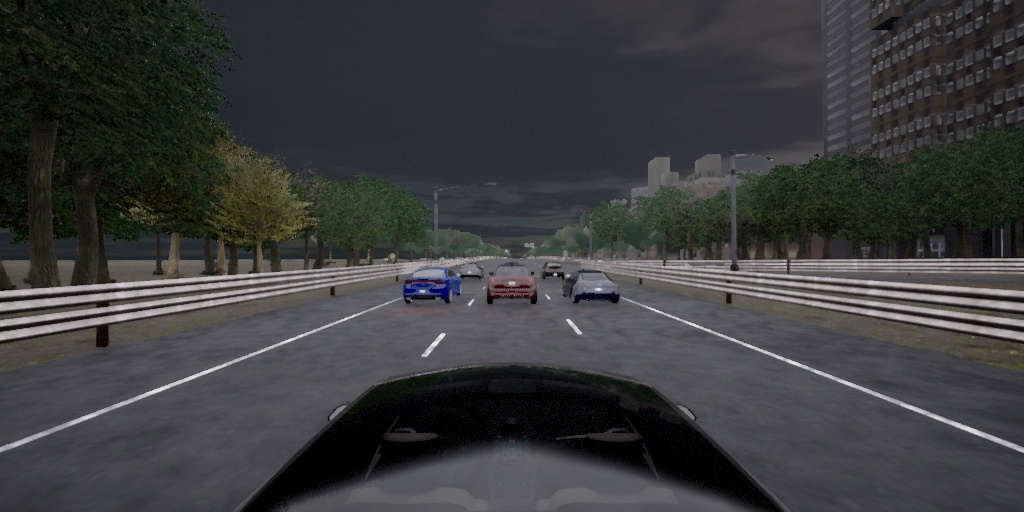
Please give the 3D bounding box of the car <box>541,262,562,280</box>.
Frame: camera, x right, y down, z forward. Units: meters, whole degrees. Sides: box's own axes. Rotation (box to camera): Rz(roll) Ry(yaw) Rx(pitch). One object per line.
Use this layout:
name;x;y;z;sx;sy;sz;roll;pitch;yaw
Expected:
car;3.500;1.262;31.500;1.837;1.490;4.892;0;0;0

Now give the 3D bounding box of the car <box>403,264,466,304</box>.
car;-3.500;1.235;16.500;1.882;1.535;5.008;0;0;0

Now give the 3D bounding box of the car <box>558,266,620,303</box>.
car;3.500;1.323;16.500;1.994;1.385;4.181;0;0;0

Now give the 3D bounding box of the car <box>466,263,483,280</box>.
car;-3.500;1.319;31.500;1.994;1.385;4.181;0;0;0

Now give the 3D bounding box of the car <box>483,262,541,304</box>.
car;0.000;1.116;16.470;2.097;1.767;4.553;0;0;0
